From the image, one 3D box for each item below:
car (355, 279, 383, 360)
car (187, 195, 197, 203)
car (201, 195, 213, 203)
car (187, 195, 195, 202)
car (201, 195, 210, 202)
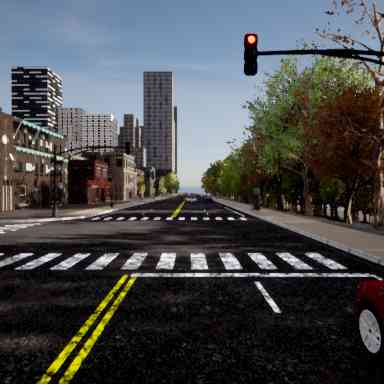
[{"bbox_3d":[3.344,1.477,2.928,1.882,1.535,5.008,0,0,0],"label":"car"},{"bbox_3d":[-0.045,1.568,67.309,1.895,1.301,4.718,0,0,0],"label":"car"},{"bbox_3d":[3.206,1.515,65.794,2.033,1.411,5.357,0,0,0],"label":"car"},{"bbox_3d":[-0.167,1.460,77.348,1.837,1.490,4.892,0,0,0],"label":"car"},{"bbox_3d":[3.088,1.461,76.288,1.837,1.490,4.892,0,0,0],"label":"car"}]
